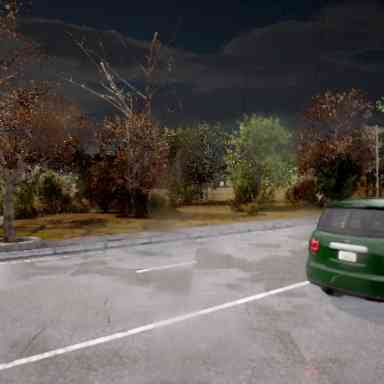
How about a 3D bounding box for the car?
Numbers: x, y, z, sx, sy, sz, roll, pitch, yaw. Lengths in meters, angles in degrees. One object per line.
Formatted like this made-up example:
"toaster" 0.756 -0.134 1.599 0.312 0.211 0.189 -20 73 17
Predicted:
"car" 4.808 1.136 7.169 5.566 2.045 2.150 -1 1 -35
